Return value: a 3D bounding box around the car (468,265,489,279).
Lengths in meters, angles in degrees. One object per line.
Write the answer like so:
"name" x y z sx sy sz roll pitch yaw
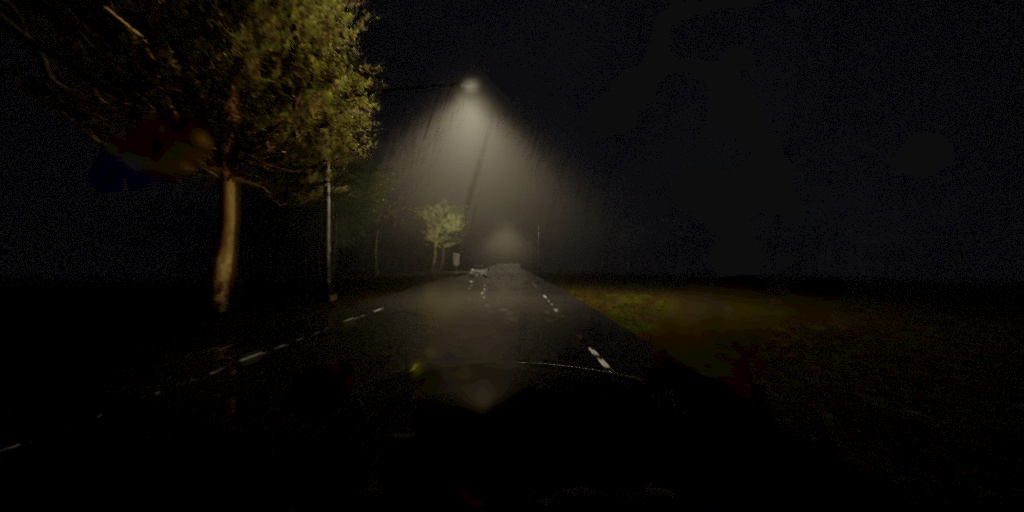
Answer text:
"car" -3.586 1.709 39.083 1.812 1.442 4.674 0 -1 0
